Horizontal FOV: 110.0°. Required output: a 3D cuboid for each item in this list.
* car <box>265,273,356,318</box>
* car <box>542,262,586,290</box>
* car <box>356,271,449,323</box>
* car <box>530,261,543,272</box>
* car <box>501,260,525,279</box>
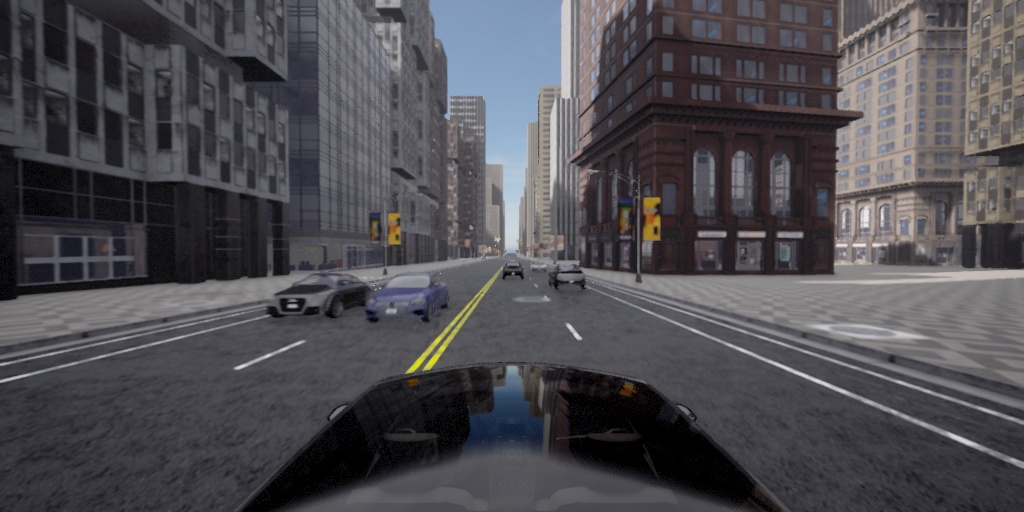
[{"bbox_3d":[-6.579,1.311,12.747,1.994,1.385,4.181,0,0,0],"label":"car"},{"bbox_3d":[3.347,1.236,22.522,2.128,1.511,4.902,0,0,0],"label":"car"},{"bbox_3d":[-3.328,1.273,12.269,1.812,1.442,4.674,0,0,0],"label":"car"},{"bbox_3d":[3.347,1.327,46.532,1.895,1.301,4.718,0,0,0],"label":"car"},{"bbox_3d":[0.098,1.242,32.758,1.837,1.490,4.892,0,0,0],"label":"car"}]
